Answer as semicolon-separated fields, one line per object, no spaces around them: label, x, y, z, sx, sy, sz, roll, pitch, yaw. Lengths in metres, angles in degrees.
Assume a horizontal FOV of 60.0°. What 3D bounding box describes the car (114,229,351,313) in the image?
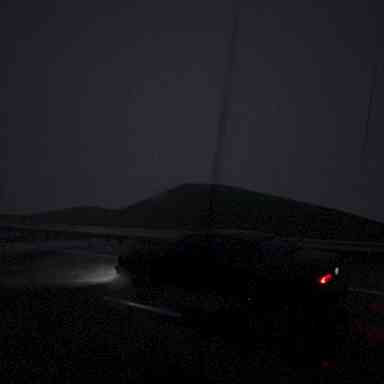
car;0.656;1.582;7.702;5.357;1.411;2.033;-1;0;34
